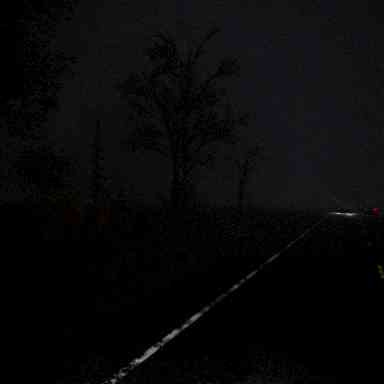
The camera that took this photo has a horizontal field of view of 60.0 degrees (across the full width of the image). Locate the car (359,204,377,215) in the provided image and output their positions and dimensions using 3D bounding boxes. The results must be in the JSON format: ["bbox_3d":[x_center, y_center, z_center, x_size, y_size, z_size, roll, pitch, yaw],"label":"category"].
[{"bbox_3d":[27.112,2.673,50.833,2.033,1.411,5.357,1,-1,25],"label":"car"}]

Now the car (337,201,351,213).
[{"bbox_3d":[24.588,2.656,54.013,1.812,1.442,4.674,0,-1,26],"label":"car"}]
